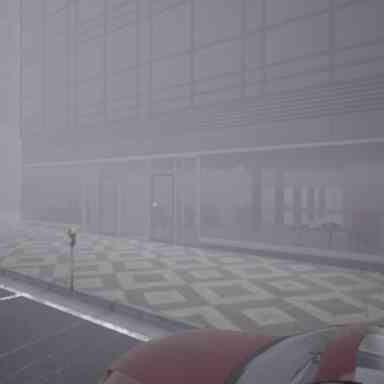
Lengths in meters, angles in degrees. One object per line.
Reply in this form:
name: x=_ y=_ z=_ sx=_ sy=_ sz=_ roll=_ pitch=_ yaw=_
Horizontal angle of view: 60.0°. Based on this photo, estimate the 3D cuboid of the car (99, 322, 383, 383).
car: x=1.131 y=1.578 z=2.049 sx=4.206 sy=1.307 sz=1.802 roll=1 pitch=0 yaw=35
